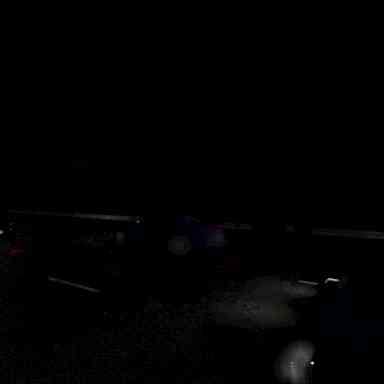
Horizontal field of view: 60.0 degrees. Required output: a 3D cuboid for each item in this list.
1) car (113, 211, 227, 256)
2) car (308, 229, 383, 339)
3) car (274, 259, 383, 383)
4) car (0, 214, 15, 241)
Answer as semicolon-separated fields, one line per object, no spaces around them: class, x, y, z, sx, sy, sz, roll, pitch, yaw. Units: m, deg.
car;-1.035;1.484;13.338;5.008;1.535;1.882;0;0;36
car;4.434;1.527;5.125;4.674;1.442;1.812;0;0;36
car;3.272;1.221;1.652;5.566;2.045;2.150;0;0;36
car;-10.053;1.535;15.487;4.674;1.442;1.812;0;0;36
